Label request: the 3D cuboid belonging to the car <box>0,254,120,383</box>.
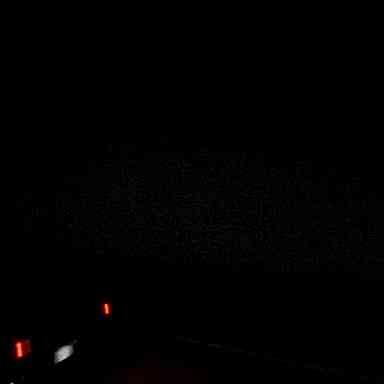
[{"bbox_3d":[-3.497,1.613,4.892,4.718,1.301,1.895,0,0,26],"label":"car"}]
